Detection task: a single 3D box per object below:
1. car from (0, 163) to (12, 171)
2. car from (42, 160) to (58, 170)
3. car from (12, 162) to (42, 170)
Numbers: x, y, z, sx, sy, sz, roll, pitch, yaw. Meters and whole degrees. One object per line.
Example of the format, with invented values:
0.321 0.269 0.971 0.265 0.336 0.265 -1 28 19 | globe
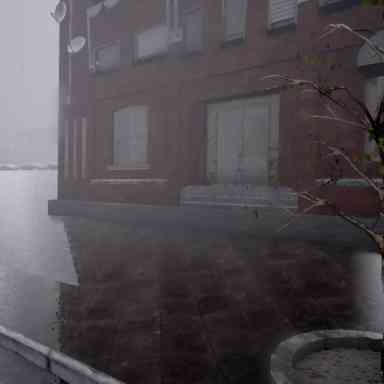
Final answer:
-26.641 -3.431 48.319 4.674 1.452 2.002 1 1 28 | car
-16.726 -3.372 43.423 4.553 1.767 2.185 1 1 26 | car
-21.808 -3.369 45.863 4.892 1.521 2.231 1 1 27 | car
